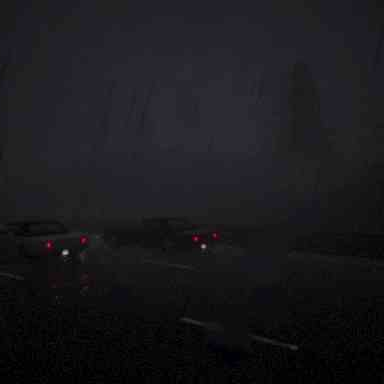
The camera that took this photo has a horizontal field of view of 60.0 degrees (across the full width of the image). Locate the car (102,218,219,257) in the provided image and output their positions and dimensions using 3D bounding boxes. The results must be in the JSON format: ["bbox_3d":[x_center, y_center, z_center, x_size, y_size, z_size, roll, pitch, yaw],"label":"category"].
[{"bbox_3d":[-1.404,1.687,13.262,4.718,1.301,1.895,-1,0,34],"label":"car"}]

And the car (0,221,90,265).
[{"bbox_3d":[-5.985,1.712,12.128,4.718,1.301,1.895,-1,0,34],"label":"car"}]
